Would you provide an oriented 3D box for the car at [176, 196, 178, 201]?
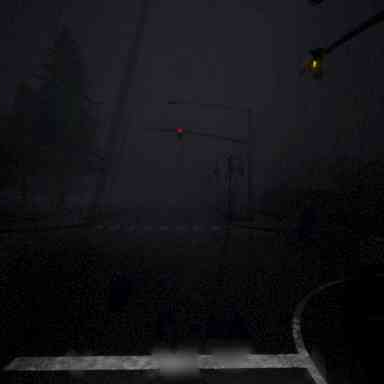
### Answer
[{"bbox_3d":[-2.202,1.327,71.061,1.812,1.442,4.674,0,0,-13],"label":"car"}]

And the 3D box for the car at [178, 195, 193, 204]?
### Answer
[{"bbox_3d":[-0.909,1.518,60.877,2.033,1.411,5.357,0,0,-7],"label":"car"}]

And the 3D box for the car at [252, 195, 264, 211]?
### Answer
[{"bbox_3d":[8.866,1.144,36.257,4.605,1.855,1.932,0,0,-1],"label":"car"}]
